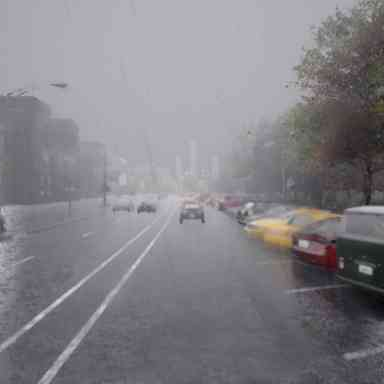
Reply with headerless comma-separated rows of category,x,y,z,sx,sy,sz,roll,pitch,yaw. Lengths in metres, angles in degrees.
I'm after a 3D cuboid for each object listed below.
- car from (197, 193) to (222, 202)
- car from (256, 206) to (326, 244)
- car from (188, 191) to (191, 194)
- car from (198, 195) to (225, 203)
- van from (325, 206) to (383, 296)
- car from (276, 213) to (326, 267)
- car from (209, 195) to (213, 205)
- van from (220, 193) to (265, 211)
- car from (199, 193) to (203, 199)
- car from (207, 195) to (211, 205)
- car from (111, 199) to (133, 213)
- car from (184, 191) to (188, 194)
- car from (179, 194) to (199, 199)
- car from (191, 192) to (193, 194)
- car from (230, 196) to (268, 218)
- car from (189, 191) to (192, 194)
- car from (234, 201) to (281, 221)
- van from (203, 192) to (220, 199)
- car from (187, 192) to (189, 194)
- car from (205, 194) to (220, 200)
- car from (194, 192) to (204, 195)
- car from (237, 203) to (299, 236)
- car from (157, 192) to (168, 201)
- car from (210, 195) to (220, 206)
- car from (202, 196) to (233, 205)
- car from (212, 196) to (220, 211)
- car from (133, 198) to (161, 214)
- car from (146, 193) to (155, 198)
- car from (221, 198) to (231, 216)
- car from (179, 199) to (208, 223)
car,3.471,1.155,66.468,4.553,1.767,2.185,1,0,-24
car,5.474,1.497,13.144,5.366,1.575,1.946,1,0,-20
car,2.289,1.110,81.278,4.553,1.767,2.185,1,0,-25
car,3.705,1.333,63.510,4.674,1.452,2.002,1,0,-24
van,5.405,1.272,7.199,4.442,1.987,1.878,1,0,-20
car,5.324,1.527,10.128,4.792,1.488,2.163,1,0,-20
car,4.869,1.457,39.817,4.674,1.452,2.002,1,0,-22
van,5.233,1.234,30.954,4.442,1.987,1.878,1,0,-21
car,4.214,1.344,51.575,5.366,1.575,1.946,1,1,-23
car,4.749,1.440,42.762,4.674,1.452,2.002,0,1,-22
car,-7.393,1.479,36.269,1.812,1.442,4.674,0,0,-2
car,1.170,1.216,93.110,5.008,1.535,2.097,1,0,-26
car,-0.457,1.396,42.272,1.882,1.535,5.008,0,0,-2
car,2.799,1.281,75.352,4.792,1.488,2.163,1,0,-25
car,5.233,1.359,21.985,4.553,1.767,2.185,1,0,-21
car,2.573,1.243,78.327,5.008,1.535,2.097,1,0,-25
car,5.291,1.492,19.022,4.892,1.521,2.231,1,0,-20
van,4.422,1.139,48.633,4.442,1.987,1.878,1,1,-23
car,2.056,1.230,84.242,5.008,1.535,2.097,1,0,-26
car,4.652,1.423,45.715,4.674,1.452,2.002,1,0,-23
car,3.919,1.055,60.562,5.566,2.045,2.435,1,0,-24
car,5.123,1.490,15.985,5.366,1.575,1.946,1,0,-20
car,-6.650,0.985,75.063,2.150,2.045,5.566,0,0,-5
car,5.146,1.431,36.917,5.366,1.575,1.946,1,0,-22
car,4.233,1.374,54.616,4.674,1.452,2.002,1,1,-23
car,5.047,1.446,33.879,5.008,1.535,2.097,1,0,-22
car,-4.536,1.561,34.411,1.895,1.301,4.718,0,0,-2
car,-9.665,1.072,77.476,2.128,1.511,4.902,0,0,-5
car,5.182,1.509,27.936,4.674,1.452,2.002,1,0,-21
car,-0.008,1.516,25.634,1.812,1.442,4.674,0,0,-1
